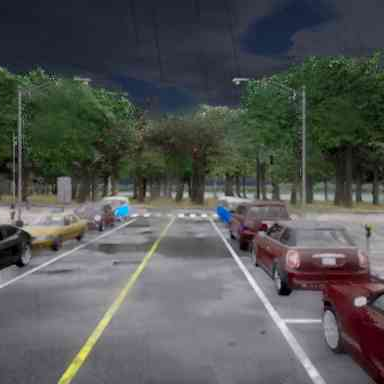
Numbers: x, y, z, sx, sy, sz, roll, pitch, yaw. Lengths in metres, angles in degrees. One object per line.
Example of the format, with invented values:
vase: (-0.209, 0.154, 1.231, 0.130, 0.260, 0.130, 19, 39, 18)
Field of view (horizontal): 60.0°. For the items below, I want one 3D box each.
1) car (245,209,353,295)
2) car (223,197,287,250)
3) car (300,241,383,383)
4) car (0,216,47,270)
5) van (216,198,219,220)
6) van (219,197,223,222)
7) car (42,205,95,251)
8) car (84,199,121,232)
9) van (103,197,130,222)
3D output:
car: (2.757, 1.416, 8.636, 1.967, 1.590, 4.097, 0, 0, 0)
car: (2.755, 1.277, 14.073, 2.192, 1.841, 5.009, 0, 0, 0)
car: (2.760, 1.535, 3.199, 1.887, 1.381, 4.507, 0, 0, 0)
car: (-5.768, 1.542, 8.632, 1.947, 1.339, 4.313, 0, 0, 0)
van: (2.750, 1.275, 24.948, 1.690, 1.788, 3.998, 0, 0, 0)
van: (2.752, 1.289, 19.511, 1.690, 1.788, 3.998, 0, 0, 0)
car: (-5.770, 1.488, 13.900, 1.752, 1.417, 4.829, 0, 0, 0)
car: (-5.773, 1.388, 19.507, 1.967, 1.590, 4.097, 0, 0, 0)
van: (-5.775, 1.275, 24.945, 1.690, 1.788, 3.998, 0, 0, 0)
